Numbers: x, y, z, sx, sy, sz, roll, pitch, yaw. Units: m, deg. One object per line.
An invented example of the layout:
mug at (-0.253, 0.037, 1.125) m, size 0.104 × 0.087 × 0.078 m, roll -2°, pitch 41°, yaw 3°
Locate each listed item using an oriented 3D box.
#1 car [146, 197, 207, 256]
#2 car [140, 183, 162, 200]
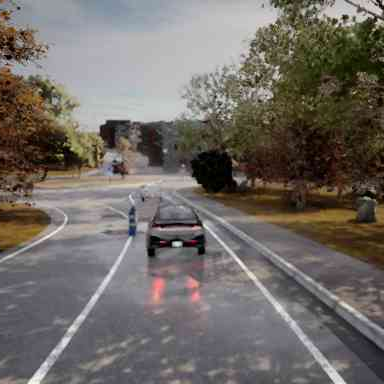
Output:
car at (-0.614, 1.182, 11.903) m, size 2.128 × 1.511 × 4.902 m, roll -1°, pitch 2°, yaw -5°
car at (-3.869, -0.085, 31.311) m, size 1.812 × 1.442 × 4.674 m, roll -1°, pitch 5°, yaw -11°
